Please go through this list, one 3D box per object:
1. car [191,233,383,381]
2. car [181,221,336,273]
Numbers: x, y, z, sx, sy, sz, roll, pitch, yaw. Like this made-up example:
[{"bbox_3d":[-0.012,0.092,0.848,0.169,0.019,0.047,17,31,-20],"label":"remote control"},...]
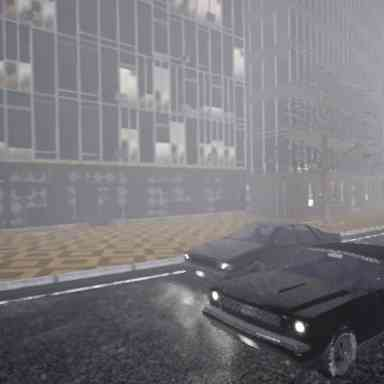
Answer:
[{"bbox_3d":[2.479,1.606,5.607,4.718,1.301,1.895,0,0,-37],"label":"car"},{"bbox_3d":[2.301,1.560,9.548,5.357,1.411,2.033,0,0,-38],"label":"car"}]
